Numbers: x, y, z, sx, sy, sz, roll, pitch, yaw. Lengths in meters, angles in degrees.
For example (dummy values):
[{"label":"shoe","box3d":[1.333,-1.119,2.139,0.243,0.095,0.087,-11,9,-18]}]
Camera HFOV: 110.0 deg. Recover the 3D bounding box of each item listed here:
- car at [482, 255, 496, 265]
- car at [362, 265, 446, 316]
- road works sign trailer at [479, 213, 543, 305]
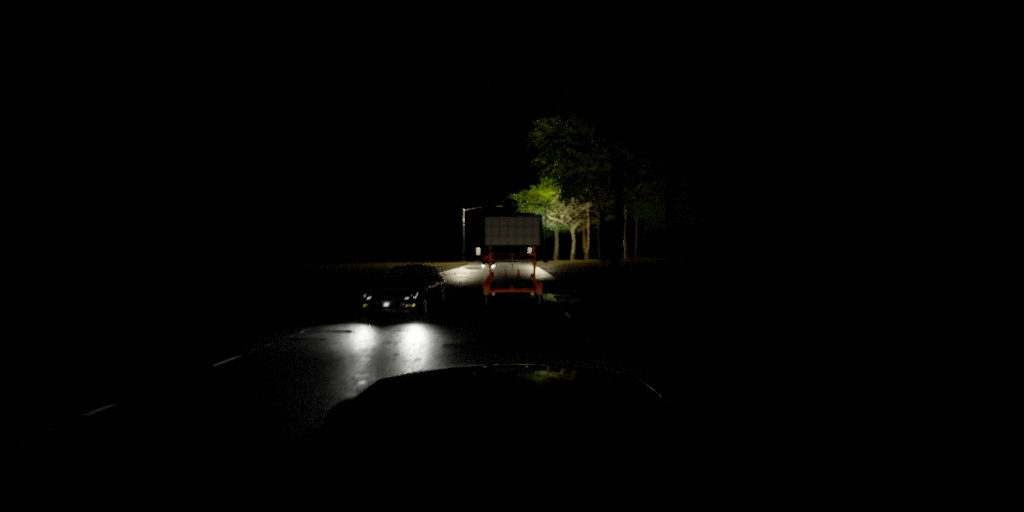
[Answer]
[{"label":"car","box3d":[-3.522,0.548,55.449,1.882,1.535,5.008,0,1,1]},{"label":"car","box3d":[-3.592,1.101,12.675,1.837,1.490,4.892,0,1,0]},{"label":"road works sign trailer","box3d":[0.017,0.032,14.842,2.380,3.560,2.880,0,0,-1]}]
